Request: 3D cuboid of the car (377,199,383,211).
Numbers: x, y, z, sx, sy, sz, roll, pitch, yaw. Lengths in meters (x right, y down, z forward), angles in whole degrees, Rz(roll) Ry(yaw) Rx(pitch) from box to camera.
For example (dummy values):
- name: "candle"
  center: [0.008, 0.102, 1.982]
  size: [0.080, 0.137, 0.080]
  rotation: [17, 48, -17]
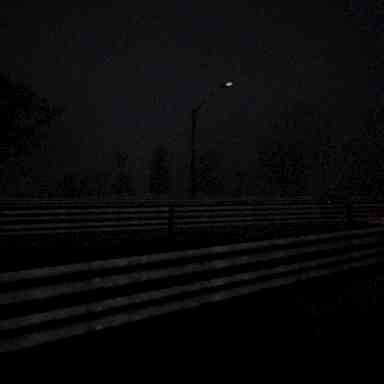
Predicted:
- name: "car"
  center: [18.083, 1.241, 27.247]
  size: [4.902, 1.511, 2.128]
  rotation: [0, 0, -23]

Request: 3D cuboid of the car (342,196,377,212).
- name: "car"
  center: [16.427, 1.276, 30.337]
  size: [4.674, 1.442, 1.812]
  rotation: [0, 0, -23]

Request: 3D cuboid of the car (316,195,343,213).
- name: "car"
  center: [14.722, 1.102, 33.430]
  size: [4.553, 1.767, 2.097]
  rotation: [0, 0, -23]
